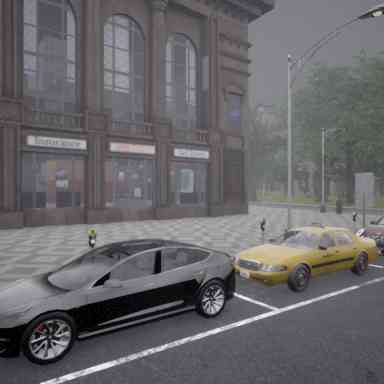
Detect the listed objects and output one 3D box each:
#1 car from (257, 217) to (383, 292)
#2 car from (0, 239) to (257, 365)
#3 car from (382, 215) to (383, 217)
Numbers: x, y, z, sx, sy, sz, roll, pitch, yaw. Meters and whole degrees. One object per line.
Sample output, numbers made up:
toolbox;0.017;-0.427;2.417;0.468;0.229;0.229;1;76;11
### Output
car;3.150;1.526;8.903;4.829;1.417;1.752;0;0;-36
car;-1.136;1.566;5.841;4.313;1.339;1.947;0;0;-36
car;7.712;1.441;12.163;4.097;1.590;1.967;0;0;-36
